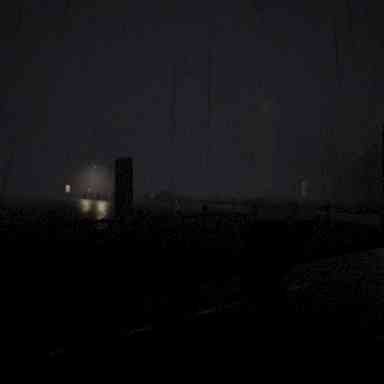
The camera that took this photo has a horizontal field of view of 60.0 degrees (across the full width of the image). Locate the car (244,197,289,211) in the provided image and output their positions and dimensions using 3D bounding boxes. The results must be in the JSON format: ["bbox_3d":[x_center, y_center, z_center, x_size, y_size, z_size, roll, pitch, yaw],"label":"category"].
[{"bbox_3d":[7.308,1.211,32.878,2.128,1.511,4.902,-1,1,-36],"label":"car"}]

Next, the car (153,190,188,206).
[{"bbox_3d":[-2.817,0.778,46.937,2.150,2.045,5.566,-1,1,-36],"label":"car"}]

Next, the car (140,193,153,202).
[{"bbox_3d":[-7.395,0.936,58.240,1.812,1.442,4.674,-1,1,-35],"label":"car"}]
